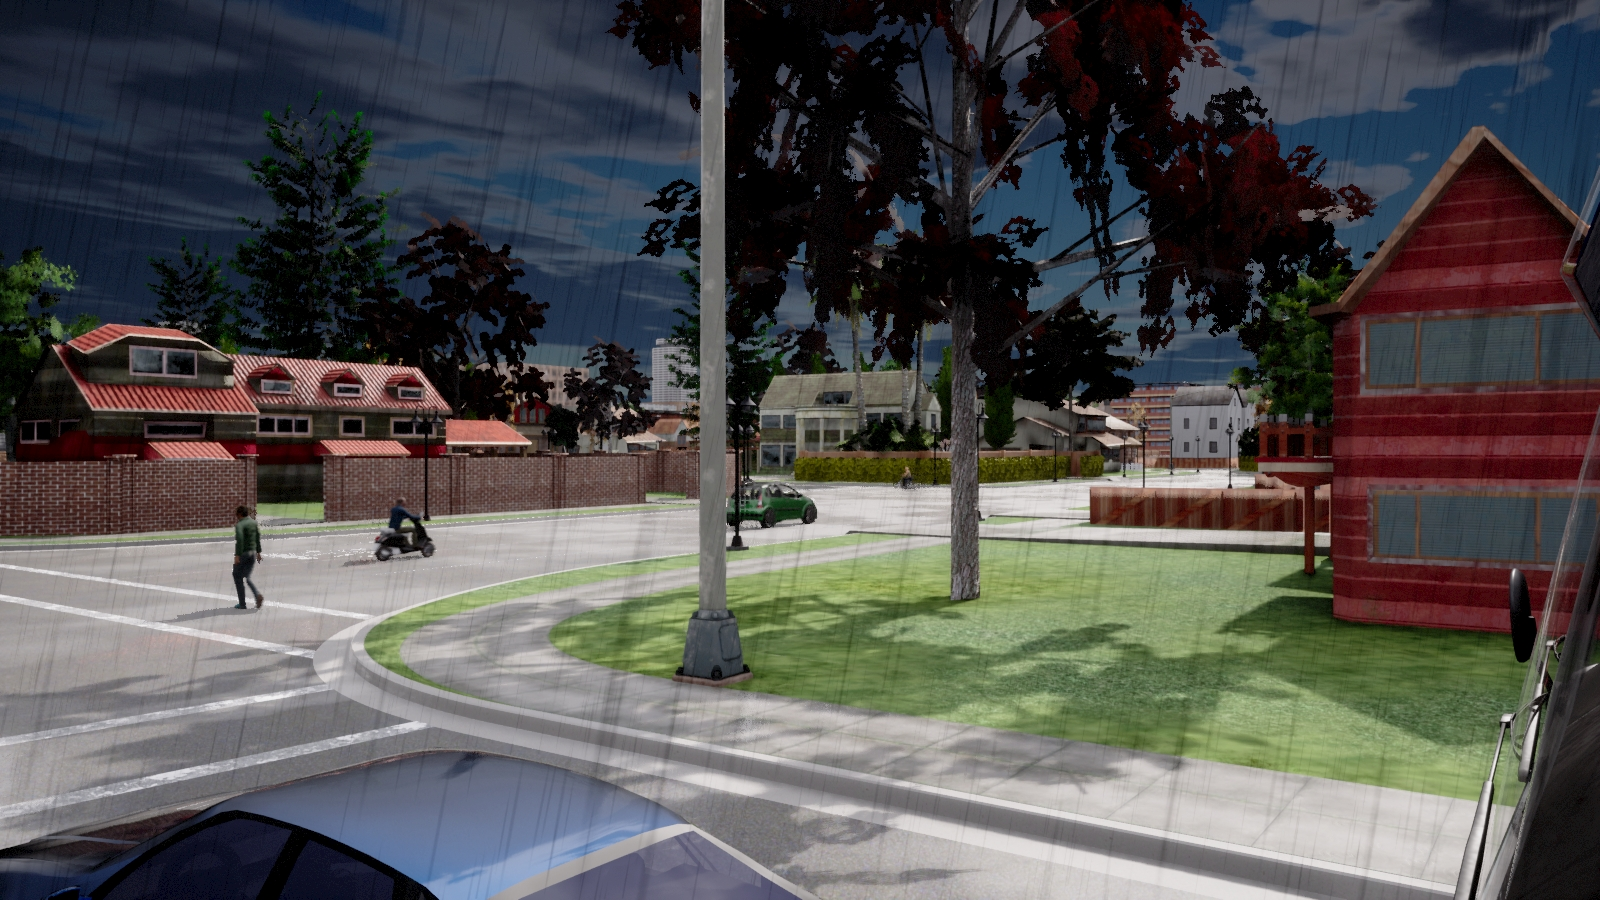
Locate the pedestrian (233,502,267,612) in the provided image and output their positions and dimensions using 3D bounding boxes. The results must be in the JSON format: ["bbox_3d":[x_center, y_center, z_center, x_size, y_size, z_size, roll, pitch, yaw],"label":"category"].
[{"bbox_3d":[-9.577,1.848,19.893,0.375,1.860,0.375,0,0,19],"label":"pedestrian"}]

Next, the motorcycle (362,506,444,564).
[{"bbox_3d":[-10.077,2.129,29.066,0.856,1.341,1.805,0,0,36],"label":"motorcycle"}]

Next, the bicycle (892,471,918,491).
[{"bbox_3d":[6.985,2.050,75.814,1.487,1.301,0.859,0,-3,24],"label":"bicycle"}]

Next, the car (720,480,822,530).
[{"bbox_3d":[-1.018,1.999,42.491,1.851,1.617,3.988,0,0,34],"label":"car"}]

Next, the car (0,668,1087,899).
[{"bbox_3d":[-1.713,2.106,4.943,5.357,1.411,2.033,0,0,36],"label":"car"}]
